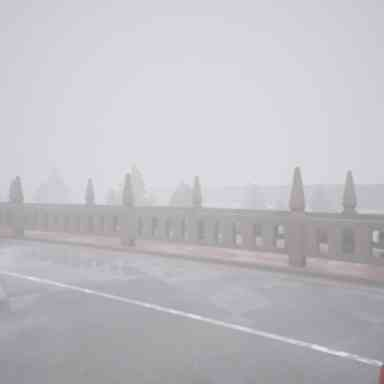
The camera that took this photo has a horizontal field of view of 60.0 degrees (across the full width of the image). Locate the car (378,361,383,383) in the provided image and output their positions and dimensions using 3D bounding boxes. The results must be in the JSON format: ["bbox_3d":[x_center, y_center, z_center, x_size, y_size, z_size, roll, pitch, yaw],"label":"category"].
[{"bbox_3d":[3.802,1.218,1.131,5.566,2.045,2.150,0,0,37],"label":"car"}]
